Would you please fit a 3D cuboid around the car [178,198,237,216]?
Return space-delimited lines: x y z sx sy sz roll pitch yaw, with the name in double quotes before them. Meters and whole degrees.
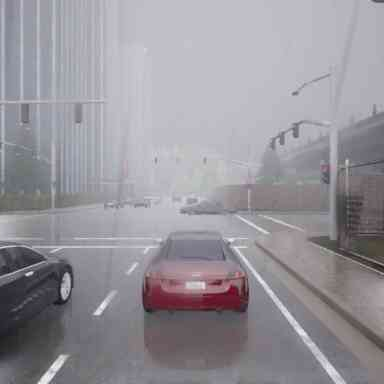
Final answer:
"car" 1.548 1.572 31.777 5.357 1.411 2.033 0 0 0

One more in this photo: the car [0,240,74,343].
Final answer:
"car" -3.443 1.505 5.217 1.837 1.490 4.892 0 0 0

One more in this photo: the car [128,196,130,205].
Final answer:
"car" -10.593 1.505 54.592 1.837 1.490 4.892 0 0 0

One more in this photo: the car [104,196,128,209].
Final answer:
"car" -10.600 1.491 45.348 2.128 1.511 4.902 0 0 0

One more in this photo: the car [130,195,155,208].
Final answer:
"car" -7.096 1.547 47.973 2.033 1.411 5.357 0 0 0

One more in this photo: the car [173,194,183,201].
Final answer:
"car" -3.514 1.386 84.688 2.128 1.511 4.902 0 0 0

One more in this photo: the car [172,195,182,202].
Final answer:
"car" -3.512 1.495 74.264 1.837 1.490 4.892 0 0 0

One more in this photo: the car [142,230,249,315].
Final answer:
"car" 0.070 1.564 7.673 1.994 1.385 4.181 0 0 0

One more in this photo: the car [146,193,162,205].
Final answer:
"car" -7.084 1.221 58.163 2.150 2.045 5.566 0 0 1

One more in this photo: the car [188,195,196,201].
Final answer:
"car" -0.014 1.524 85.277 1.812 1.442 4.674 0 0 0

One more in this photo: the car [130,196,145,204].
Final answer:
"car" -10.543 1.547 64.908 2.033 1.411 5.357 0 0 1

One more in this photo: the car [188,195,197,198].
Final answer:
"car" 0.080 1.477 59.707 1.882 1.535 5.008 0 0 0
